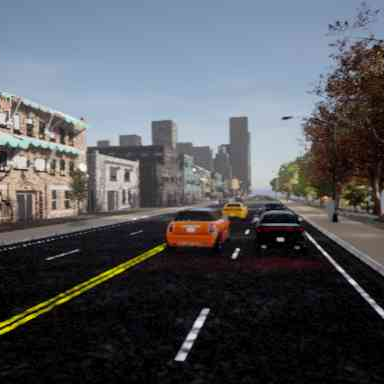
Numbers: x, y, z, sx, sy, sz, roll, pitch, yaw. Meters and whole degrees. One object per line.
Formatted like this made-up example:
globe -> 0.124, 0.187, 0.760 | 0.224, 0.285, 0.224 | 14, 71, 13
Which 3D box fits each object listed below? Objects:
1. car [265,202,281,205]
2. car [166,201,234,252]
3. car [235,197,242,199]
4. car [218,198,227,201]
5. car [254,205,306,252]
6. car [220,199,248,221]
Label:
car -> 6.986, 1.641, 28.718 | 1.837, 1.490, 4.892 | -1, 0, 13
car -> 0.433, 1.456, 14.570 | 2.097, 1.767, 4.553 | -1, -1, 13
car -> 9.876, 1.890, 70.786 | 1.882, 1.535, 5.008 | -1, 0, 13
car -> 6.708, 1.982, 71.506 | 2.128, 1.511, 4.902 | -1, 0, 13
car -> 3.695, 1.541, 14.240 | 1.882, 1.535, 5.008 | -1, 0, 13
car -> 3.851, 1.656, 29.589 | 1.882, 1.535, 5.008 | -1, 0, 13
